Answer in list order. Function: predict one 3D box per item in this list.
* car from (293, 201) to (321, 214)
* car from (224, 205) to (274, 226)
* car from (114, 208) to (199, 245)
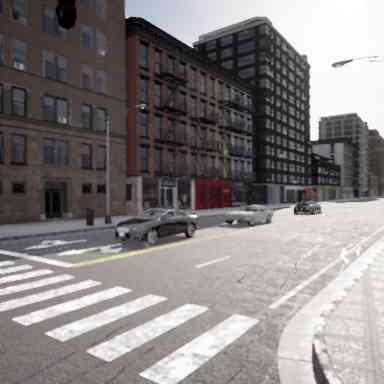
[{"bbox_3d":[12.287,1.608,35.362,1.994,1.385,4.181,0,0,36],"label":"car"},{"bbox_3d":[4.224,1.657,24.237,1.895,1.301,4.718,0,0,36],"label":"car"},{"bbox_3d":[-1.577,1.552,16.222,2.128,1.511,4.902,0,0,36],"label":"car"}]
